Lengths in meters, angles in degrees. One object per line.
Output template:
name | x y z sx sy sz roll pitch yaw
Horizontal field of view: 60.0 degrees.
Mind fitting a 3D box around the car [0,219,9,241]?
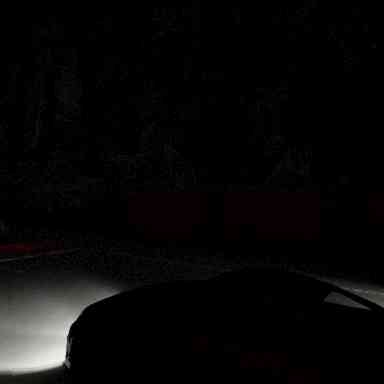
car | -10.451 1.600 15.732 4.674 1.442 1.812 0 0 35

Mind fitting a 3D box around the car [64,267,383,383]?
car | 0.509 1.571 3.630 4.181 1.385 1.994 0 0 35
